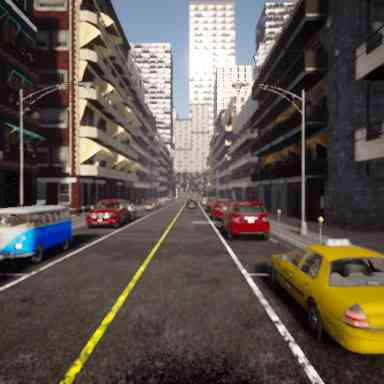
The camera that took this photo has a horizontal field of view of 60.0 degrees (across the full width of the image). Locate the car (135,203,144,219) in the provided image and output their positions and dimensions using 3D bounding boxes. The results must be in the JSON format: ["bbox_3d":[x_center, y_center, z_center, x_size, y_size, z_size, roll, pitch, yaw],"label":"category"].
[{"bbox_3d":[-5.706,1.708,28.654,2.008,1.369,4.403,-1,0,0],"label":"car"}]

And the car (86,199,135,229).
[{"bbox_3d":[-5.692,1.442,23.053,2.192,1.841,5.009,-1,0,0],"label":"car"}]

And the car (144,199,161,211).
[{"bbox_3d":[-5.698,1.832,45.459,1.802,1.307,4.206,-1,0,0],"label":"car"}]

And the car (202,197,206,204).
[{"bbox_3d":[2.679,1.533,39.830,2.192,1.841,5.009,-1,0,0],"label":"car"}]

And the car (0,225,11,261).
[{"bbox_3d":[-5.667,1.586,6.246,2.008,1.369,4.403,-1,0,0],"label":"car"}]

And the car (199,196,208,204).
[{"bbox_3d":[2.683,1.876,79.043,1.967,1.590,4.097,-1,0,0],"label":"car"}]

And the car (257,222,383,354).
[{"bbox_3d":[2.680,1.561,6.387,1.752,1.417,4.829,-1,0,0],"label":"car"}]

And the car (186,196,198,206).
[{"bbox_3d":[0.004,1.692,61.628,2.097,1.767,4.553,0,0,0],"label":"car"}]

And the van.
[{"bbox_3d":[-5.670,1.407,11.849,1.690,1.788,3.998,-1,0,0],"label":"van"}]

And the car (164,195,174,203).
[{"bbox_3d":[-5.699,1.783,84.675,2.192,1.841,5.009,-1,0,0],"label":"car"}]

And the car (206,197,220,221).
[{"bbox_3d":[2.678,1.472,28.626,2.192,1.841,5.009,-1,0,0],"label":"car"}]

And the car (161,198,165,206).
[{"bbox_3d":[-5.697,1.863,51.061,1.802,1.307,4.206,-1,0,0],"label":"car"}]

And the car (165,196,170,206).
[{"bbox_3d":[-5.697,1.894,62.266,2.008,1.369,4.403,-1,0,0],"label":"car"}]

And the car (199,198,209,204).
[{"bbox_3d":[2.684,1.970,73.440,1.947,1.339,4.313,-1,0,0],"label":"car"}]

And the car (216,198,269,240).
[{"bbox_3d":[2.677,1.411,17.422,2.192,1.841,5.009,-1,0,0],"label":"car"}]

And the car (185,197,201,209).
[{"bbox_3d":[0.003,1.789,51.616,1.837,1.490,4.892,0,0,0],"label":"car"}]

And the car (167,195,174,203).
[{"bbox_3d":[-5.696,1.956,73.469,2.008,1.369,4.403,-1,0,0],"label":"car"}]
